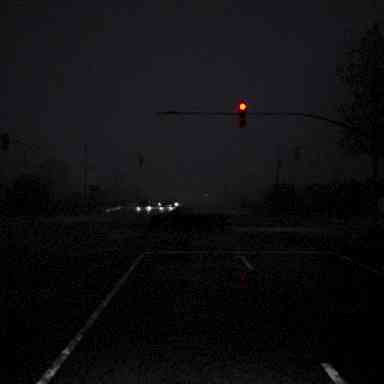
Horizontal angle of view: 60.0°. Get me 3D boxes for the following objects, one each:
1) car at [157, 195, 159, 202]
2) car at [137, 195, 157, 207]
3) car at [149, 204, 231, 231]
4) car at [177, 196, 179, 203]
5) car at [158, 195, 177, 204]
[{"bbox_3d":[-7.140,1.322,67.074,2.097,1.767,4.553,0,0,0],"label":"car"},{"bbox_3d":[-7.180,1.329,51.393,2.097,1.767,4.553,0,0,0],"label":"car"},{"bbox_3d":[-0.032,1.593,20.133,4.718,1.301,1.895,0,0,3],"label":"car"},{"bbox_3d":[-3.644,1.463,67.055,2.128,1.511,4.902,0,0,0],"label":"car"},{"bbox_3d":[-3.680,1.502,51.396,1.812,1.442,4.674,0,0,0],"label":"car"}]
